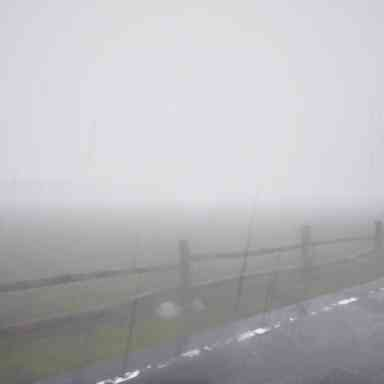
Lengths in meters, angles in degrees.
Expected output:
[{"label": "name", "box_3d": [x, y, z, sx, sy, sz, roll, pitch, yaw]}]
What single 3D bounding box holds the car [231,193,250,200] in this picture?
[{"label": "car", "box_3d": [11.120, 1.057, 76.209, 1.882, 1.535, 5.008, 2, 0, -36]}]
